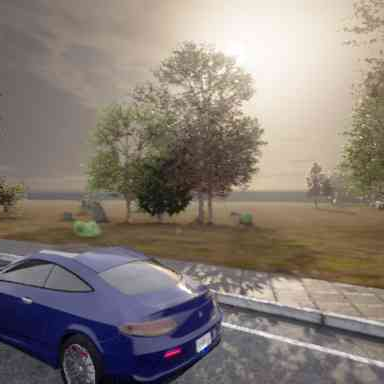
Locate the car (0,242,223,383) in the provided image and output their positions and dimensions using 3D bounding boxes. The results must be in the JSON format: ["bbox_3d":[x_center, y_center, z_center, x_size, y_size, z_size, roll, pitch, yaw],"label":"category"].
[{"bbox_3d":[-1.796,1.511,4.995,4.674,1.442,1.812,0,0,33],"label":"car"}]
